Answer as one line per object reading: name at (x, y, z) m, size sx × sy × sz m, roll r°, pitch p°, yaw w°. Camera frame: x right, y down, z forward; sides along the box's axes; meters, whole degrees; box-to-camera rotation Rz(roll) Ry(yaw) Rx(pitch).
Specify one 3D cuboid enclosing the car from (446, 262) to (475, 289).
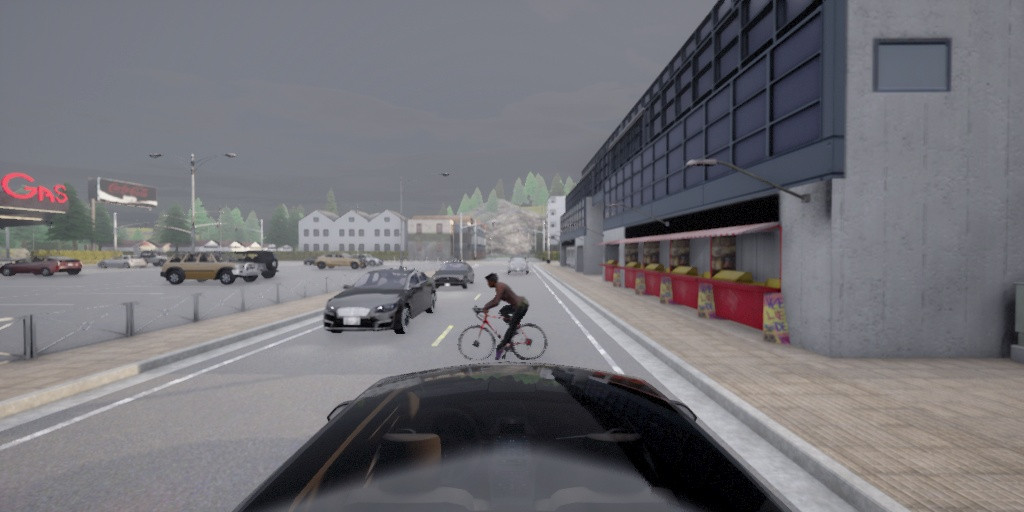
car at (-3.291, 1.055, 21.039) m, size 2.033 × 1.411 × 5.357 m, roll 0°, pitch 1°, yaw 1°

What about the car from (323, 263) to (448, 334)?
car at (-3.478, 1.134, 10.316) m, size 2.128 × 1.511 × 4.902 m, roll 0°, pitch 1°, yaw 1°

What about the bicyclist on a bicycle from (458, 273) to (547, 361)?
bicyclist on a bicycle at (-0.185, 1.138, 6.577) m, size 1.656 × 1.620 × 0.582 m, roll -2°, pitch 1°, yaw 1°

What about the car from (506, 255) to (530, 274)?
car at (0.581, 0.881, 33.308) m, size 1.812 × 1.442 × 4.674 m, roll 0°, pitch 1°, yaw 1°
